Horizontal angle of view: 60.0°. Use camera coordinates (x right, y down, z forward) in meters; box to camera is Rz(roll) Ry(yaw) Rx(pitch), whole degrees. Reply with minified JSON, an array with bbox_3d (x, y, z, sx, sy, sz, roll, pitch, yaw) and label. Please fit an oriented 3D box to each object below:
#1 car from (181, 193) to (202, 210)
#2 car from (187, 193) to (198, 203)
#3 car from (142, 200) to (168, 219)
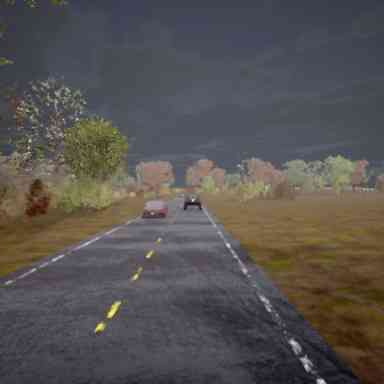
[{"bbox_3d":[0.104,1.111,41.922,2.150,2.045,5.566,0,0,0],"label":"car"},{"bbox_3d":[0.102,1.168,63.279,2.097,1.767,4.553,0,0,0],"label":"car"},{"bbox_3d":[-3.094,1.406,28.568,1.882,1.535,5.008,0,0,0],"label":"car"}]
